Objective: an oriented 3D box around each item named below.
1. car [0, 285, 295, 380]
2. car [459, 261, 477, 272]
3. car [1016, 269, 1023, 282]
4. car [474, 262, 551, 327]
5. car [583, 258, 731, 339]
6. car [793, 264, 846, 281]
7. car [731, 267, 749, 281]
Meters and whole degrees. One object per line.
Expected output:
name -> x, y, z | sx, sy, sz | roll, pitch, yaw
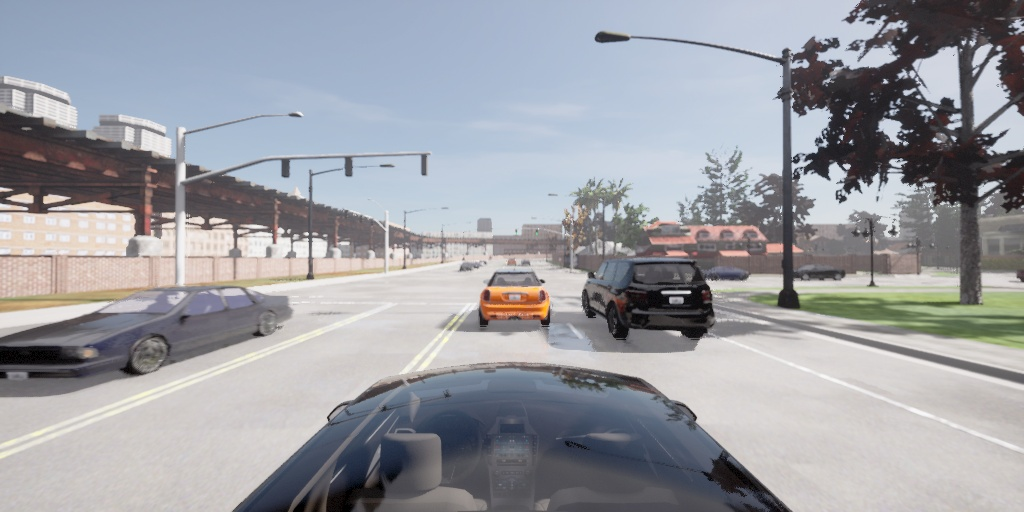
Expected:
car -> -7.103, 1.359, 7.814 | 2.033, 1.411, 5.357 | 0, -1, 0
car -> -7.120, 1.678, 56.479 | 1.837, 1.490, 4.892 | 0, 0, 0
car -> 46.710, 1.527, 30.838 | 5.008, 1.535, 1.882 | 0, -1, -1
car -> 0.083, 1.209, 12.213 | 2.097, 1.767, 4.553 | 0, -1, 0
car -> 3.581, 1.064, 10.482 | 2.150, 2.045, 5.566 | 0, 0, 0
car -> 28.691, 1.559, 34.031 | 5.008, 1.535, 1.882 | 0, -1, -2
car -> 19.875, 1.644, 33.800 | 4.181, 1.385, 1.994 | 0, -1, -2
